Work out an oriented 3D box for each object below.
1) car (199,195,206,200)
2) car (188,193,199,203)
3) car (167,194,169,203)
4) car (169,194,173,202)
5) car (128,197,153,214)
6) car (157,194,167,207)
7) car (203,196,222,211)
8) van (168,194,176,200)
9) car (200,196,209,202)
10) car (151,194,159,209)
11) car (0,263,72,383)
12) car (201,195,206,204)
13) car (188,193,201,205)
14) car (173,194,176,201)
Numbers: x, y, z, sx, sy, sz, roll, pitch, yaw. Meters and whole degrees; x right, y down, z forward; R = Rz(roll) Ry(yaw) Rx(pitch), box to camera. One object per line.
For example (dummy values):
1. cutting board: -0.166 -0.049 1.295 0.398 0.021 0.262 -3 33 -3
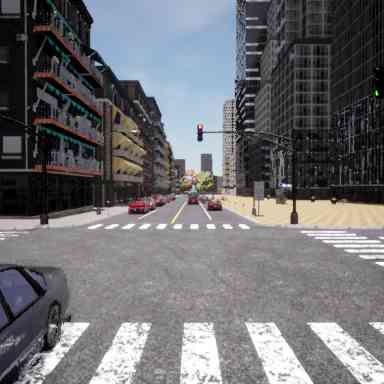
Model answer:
1. car: 2.843 1.535 92.100 1.752 1.417 4.829 -1 0 0
2. car: 0.264 1.223 70.034 2.150 2.045 5.566 0 0 0
3. car: -5.579 1.439 57.996 1.967 1.590 4.097 -1 0 0
4. car: -5.553 1.584 69.294 1.802 1.307 4.206 -1 0 0
5. car: -5.625 1.540 35.401 1.887 1.381 4.507 -1 0 0
6. car: -5.592 1.312 52.348 2.192 1.841 5.009 -1 0 0
7. car: 2.734 1.541 41.089 1.887 1.381 4.507 -1 0 0
8. van: -5.507 1.351 91.889 1.690 1.788 3.998 -1 0 0
9. car: 2.807 1.548 74.983 1.887 1.381 4.507 -1 0 0
10. car: -5.615 1.436 41.049 1.967 1.590 4.097 -1 0 0
11. car: -2.778 1.564 3.447 2.033 1.411 5.357 0 -1 -5
12. car: 2.782 1.551 63.685 2.008 1.369 4.403 -1 0 0
13. car: 0.229 1.477 59.769 1.882 1.535 5.008 0 0 0
14. car: -5.520 1.322 86.241 2.192 1.841 5.009 -1 0 0
